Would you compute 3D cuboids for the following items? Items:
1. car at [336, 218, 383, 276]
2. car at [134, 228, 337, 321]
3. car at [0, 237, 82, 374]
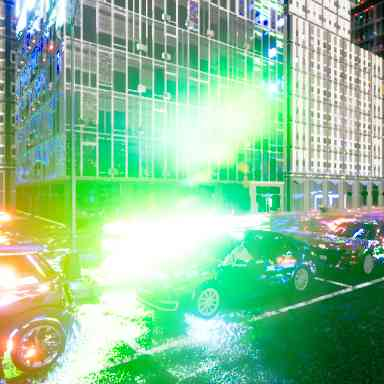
[{"bbox_3d":[5.419,1.546,10.393,4.507,1.381,1.887,0,0,-35],"label":"car"},{"bbox_3d":[0.907,1.551,7.192,4.403,1.369,2.008,0,0,-35],"label":"car"},{"bbox_3d":[-3.604,1.440,3.991,4.097,1.590,1.967,0,0,-35],"label":"car"}]
